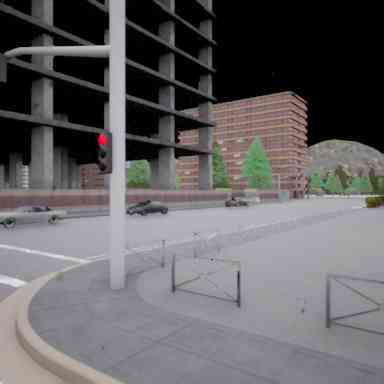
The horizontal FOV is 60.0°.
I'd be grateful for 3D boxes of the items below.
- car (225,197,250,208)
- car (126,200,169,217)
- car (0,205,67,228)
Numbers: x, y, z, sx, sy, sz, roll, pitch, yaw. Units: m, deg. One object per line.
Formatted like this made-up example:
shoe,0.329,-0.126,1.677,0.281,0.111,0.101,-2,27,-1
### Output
car,6.313,1.458,46.062,1.837,1.490,4.892,0,-1,36
car,-4.084,1.477,31.438,1.812,1.442,4.674,0,0,35
car,-10.851,1.552,21.908,1.895,1.301,4.718,0,0,35
